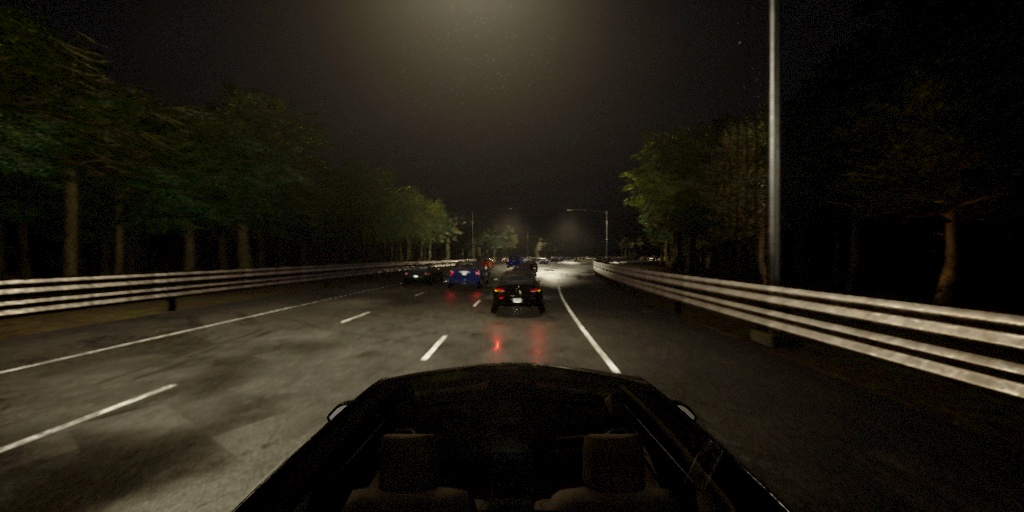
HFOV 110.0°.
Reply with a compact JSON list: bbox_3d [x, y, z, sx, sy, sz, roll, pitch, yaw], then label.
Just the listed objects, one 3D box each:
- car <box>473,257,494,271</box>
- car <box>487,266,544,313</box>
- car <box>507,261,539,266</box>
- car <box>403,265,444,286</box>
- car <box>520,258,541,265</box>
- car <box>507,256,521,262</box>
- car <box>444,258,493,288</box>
[{"bbox_3d":[-3.996,1.080,50.810,2.097,1.767,4.553,0,0,7],"label":"car"},{"bbox_3d":[0.250,1.279,14.001,1.812,1.442,4.674,0,0,2],"label":"car"},{"bbox_3d":[0.836,1.319,26.636,1.994,1.385,4.181,0,0,4],"label":"car"},{"bbox_3d":[-6.175,1.312,25.531,1.994,1.385,4.181,0,0,4],"label":"car"},{"bbox_3d":[2.374,1.277,45.261,1.812,1.442,4.674,0,0,6],"label":"car"},{"bbox_3d":[0.663,0.942,60.104,2.150,2.045,5.566,0,0,8],"label":"car"},{"bbox_3d":[-2.747,1.104,23.783,2.097,1.767,4.553,0,0,3],"label":"car"}]
